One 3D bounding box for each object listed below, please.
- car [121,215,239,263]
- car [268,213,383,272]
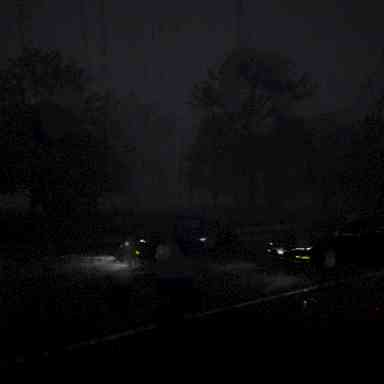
[{"bbox_3d":[-0.378,1.541,11.869,4.181,1.385,1.994,0,0,-32],"label":"car"},{"bbox_3d":[4.659,1.489,10.831,4.892,1.490,1.837,0,0,-30],"label":"car"}]
